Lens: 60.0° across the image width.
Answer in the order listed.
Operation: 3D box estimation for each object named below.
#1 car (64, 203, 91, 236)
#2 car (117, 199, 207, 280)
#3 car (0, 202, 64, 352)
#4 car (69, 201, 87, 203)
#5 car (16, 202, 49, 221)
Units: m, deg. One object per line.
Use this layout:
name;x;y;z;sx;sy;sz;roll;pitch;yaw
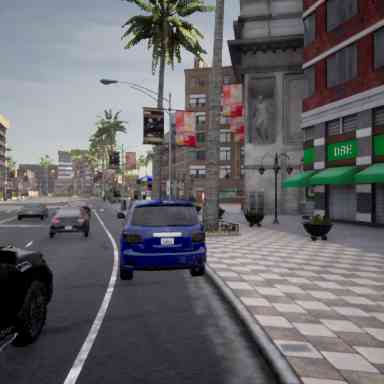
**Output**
car;-6.473;1.520;17.854;1.812;1.442;4.674;0;0;-17
car;-1.082;1.219;10.223;2.150;2.045;5.566;0;0;-11
car;-3.265;1.221;3.151;2.150;2.045;5.566;0;0;-3
car;-9.365;1.470;27.354;1.882;1.535;5.008;0;0;-18
car;-13.182;1.552;27.762;1.994;1.385;4.181;0;0;-18
